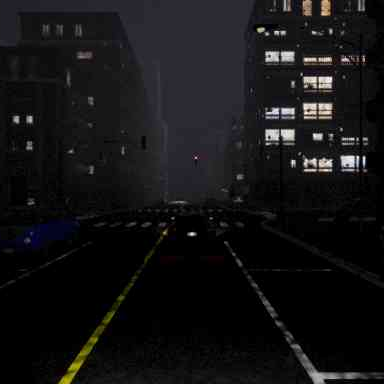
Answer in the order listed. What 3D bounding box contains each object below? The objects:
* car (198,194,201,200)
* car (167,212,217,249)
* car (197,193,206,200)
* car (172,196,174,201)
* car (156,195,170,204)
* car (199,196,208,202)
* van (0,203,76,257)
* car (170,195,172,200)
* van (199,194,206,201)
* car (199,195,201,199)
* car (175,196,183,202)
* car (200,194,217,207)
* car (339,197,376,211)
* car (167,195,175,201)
[{"bbox_3d":[2.691,1.603,72.672,1.802,1.307,4.206,0,0,0],"label":"car"},{"bbox_3d":[0.000,1.574,14.650,1.994,1.385,4.181,0,0,0],"label":"car"},{"bbox_3d":[2.692,1.353,94.809,2.192,1.841,5.009,0,0,0],"label":"car"},{"bbox_3d":[-5.689,1.587,72.673,1.947,1.339,4.313,0,0,0],"label":"car"},{"bbox_3d":[-5.690,1.566,61.604,2.008,1.369,4.403,0,0,0],"label":"car"},{"bbox_3d":[2.691,1.607,78.206,1.802,1.307,4.206,0,0,0],"label":"car"},{"bbox_3d":[-5.800,1.341,12.639,1.690,1.788,3.998,0,0,0],"label":"van"},{"bbox_3d":[-5.689,1.600,67.138,1.802,1.307,4.206,0,0,0],"label":"car"},{"bbox_3d":[2.692,1.370,83.741,1.690,1.788,3.998,0,0,0],"label":"van"},{"bbox_3d":[2.691,1.564,56.069,2.008,1.369,4.403,0,0,0],"label":"car"},{"bbox_3d":[-3.001,1.615,78.877,1.895,1.301,4.718,0,0,0],"label":"car"},{"bbox_3d":[2.692,1.451,50.535,1.967,1.590,4.097,0,0,0],"label":"car"},{"bbox_3d":[18.257,1.267,36.087,4.313,1.339,1.947,-1,1,0],"label":"car"},{"bbox_3d":[-5.689,1.578,89.275,1.887,1.381,4.507,0,0,0],"label":"car"}]
